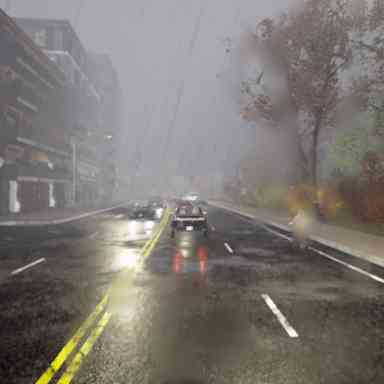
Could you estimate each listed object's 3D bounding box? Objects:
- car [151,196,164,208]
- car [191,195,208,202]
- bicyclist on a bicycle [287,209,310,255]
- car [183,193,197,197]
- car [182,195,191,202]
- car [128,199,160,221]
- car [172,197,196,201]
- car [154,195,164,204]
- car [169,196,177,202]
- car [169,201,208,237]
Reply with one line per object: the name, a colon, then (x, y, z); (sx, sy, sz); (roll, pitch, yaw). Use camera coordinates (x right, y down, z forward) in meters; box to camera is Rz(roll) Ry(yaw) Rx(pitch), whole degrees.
car: (-5.017, 1.478, 46.631); (2.128, 1.511, 4.902); (0, 0, -4)
car: (1.275, 1.576, 52.144); (1.895, 1.301, 4.718); (0, 0, -4)
bicyclist on a bicycle: (4.023, 1.433, 12.361); (0.866, 1.612, 1.509); (0, 0, -1)
car: (0.023, 1.185, 65.865); (2.150, 2.045, 5.566); (0, 0, -5)
car: (-1.345, 1.475, 78.556); (1.812, 1.442, 4.674); (0, 0, -7)
car: (-3.961, 1.560, 27.086); (1.994, 1.385, 4.181); (0, 0, -2)
car: (-0.934, 1.553, 36.059); (1.994, 1.385, 4.181); (0, 0, -3)
car: (-6.537, 1.475, 65.959); (1.882, 1.535, 5.008); (0, 0, -6)
car: (-3.984, 1.556, 72.896); (1.895, 1.301, 4.718); (0, 0, -6)
car: (-0.191, 1.489, 18.063); (2.128, 1.511, 4.902); (0, 0, -2)
